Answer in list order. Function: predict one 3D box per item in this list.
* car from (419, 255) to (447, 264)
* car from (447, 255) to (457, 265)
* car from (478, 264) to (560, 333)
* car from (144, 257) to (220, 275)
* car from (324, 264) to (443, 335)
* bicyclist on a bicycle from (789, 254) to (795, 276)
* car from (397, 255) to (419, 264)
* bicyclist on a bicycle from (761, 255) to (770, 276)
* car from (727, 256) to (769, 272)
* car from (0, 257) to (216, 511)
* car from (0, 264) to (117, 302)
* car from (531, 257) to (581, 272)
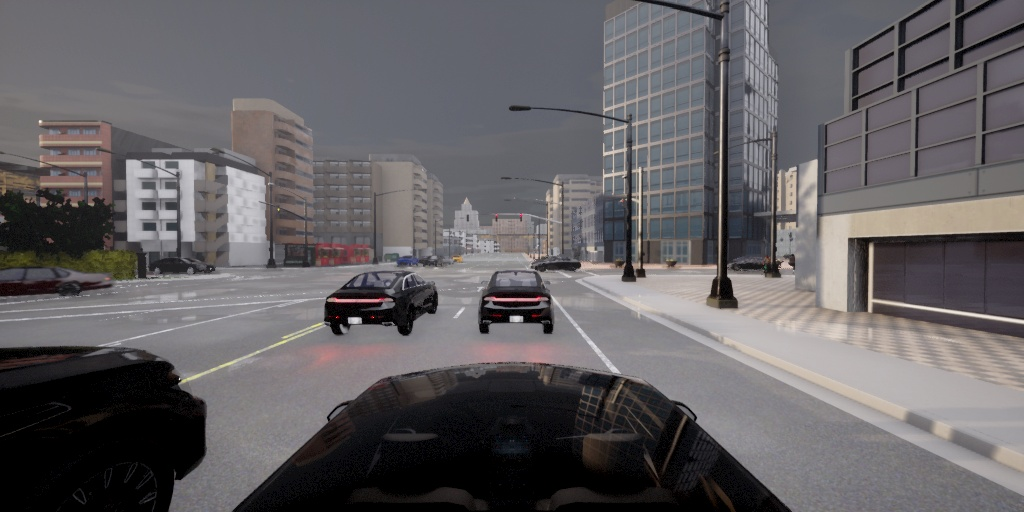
[{"bbox_3d":[-10.508,0.646,47.878,1.882,1.535,5.008,0,0,0],"label":"car"},{"bbox_3d":[-10.493,0.715,57.221,1.895,1.301,4.718,0,0,0],"label":"car"},{"bbox_3d":[0.113,1.153,10.369,2.128,1.511,4.902,0,1,0],"label":"car"},{"bbox_3d":[-28.710,0.859,31.295,4.892,1.490,1.837,0,1,1],"label":"car"},{"bbox_3d":[-3.390,1.154,10.175,2.128,1.511,4.902,0,1,0],"label":"car"},{"bbox_3d":[21.134,0.654,26.651,1.656,1.620,0.582,-20,-6,-26],"label":"bicyclist on a bicycle"},{"bbox_3d":[-14.002,0.640,48.433,1.882,1.535,5.008,0,0,0],"label":"car"},{"bbox_3d":[19.195,0.718,26.861,1.656,1.620,0.582,-1,1,-23],"label":"bicyclist on a bicycle"},{"bbox_3d":[22.631,0.773,34.465,4.902,1.511,2.128,0,1,1],"label":"car"},{"bbox_3d":[-3.402,0.970,0.317,2.150,2.045,5.566,0,0,0],"label":"car"},{"bbox_3d":[-21.231,1.161,15.603,2.033,1.411,5.357,1,1,45],"label":"car"},{"bbox_3d":[4.134,0.801,34.165,4.902,1.511,2.128,0,1,-8],"label":"car"}]
